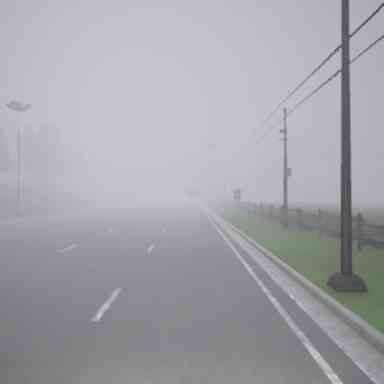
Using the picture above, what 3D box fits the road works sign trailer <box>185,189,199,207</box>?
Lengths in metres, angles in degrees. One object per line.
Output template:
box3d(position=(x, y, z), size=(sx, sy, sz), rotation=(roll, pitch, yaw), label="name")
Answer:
box3d(position=(-0.021, 1.192, 67.310), size=(2.380, 3.560, 2.880), rotation=(0, -1, 0), label="road works sign trailer")
